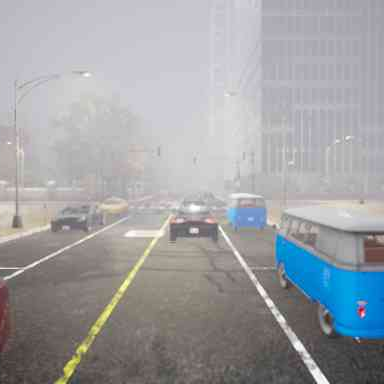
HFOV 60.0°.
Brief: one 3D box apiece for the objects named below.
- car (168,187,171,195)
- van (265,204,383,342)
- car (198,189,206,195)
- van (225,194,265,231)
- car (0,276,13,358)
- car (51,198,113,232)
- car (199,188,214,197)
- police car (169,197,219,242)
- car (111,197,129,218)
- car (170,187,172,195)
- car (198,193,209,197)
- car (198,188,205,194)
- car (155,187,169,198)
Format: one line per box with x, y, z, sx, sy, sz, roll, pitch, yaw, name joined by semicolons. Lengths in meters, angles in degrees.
-5.792;0.245;66.931;2.008;1.369;4.403;0;1;0;car
2.684;1.226;6.069;1.690;1.788;3.998;0;1;0;van
2.562;-0.084;83.985;1.947;1.339;4.313;0;1;0;car
2.748;1.005;17.464;1.690;1.788;3.998;0;1;0;van
-3.100;1.441;1.948;1.882;1.535;5.008;0;1;0;car
-5.796;1.233;17.453;1.947;1.339;4.313;0;1;0;car
2.607;0.354;55.583;1.967;1.590;4.097;0;1;0;car
0.077;1.221;14.760;2.038;1.542;4.974;0;1;0;police car
-5.855;1.050;24.685;1.752;1.417;4.829;0;1;0;car
-5.809;-0.216;78.290;2.192;1.841;5.009;0;1;0;car
0.060;1.049;26.606;1.994;1.385;4.181;0;1;0;car
2.554;-0.326;89.663;1.967;1.590;4.097;0;1;0;car
-5.783;0.350;61.249;1.887;1.381;4.507;0;1;0;car
